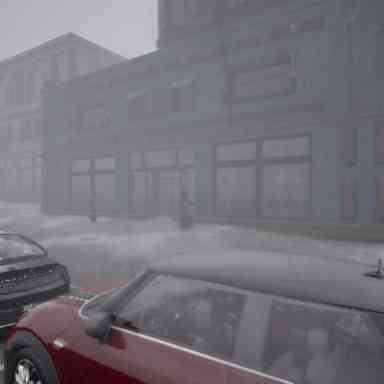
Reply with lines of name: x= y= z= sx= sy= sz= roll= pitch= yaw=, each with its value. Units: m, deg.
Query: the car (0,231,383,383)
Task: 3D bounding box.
car: x=0.176 y=1.357 z=3.190 sx=4.553 sy=1.767 sz=2.185 roll=0 pitch=0 yaw=36
